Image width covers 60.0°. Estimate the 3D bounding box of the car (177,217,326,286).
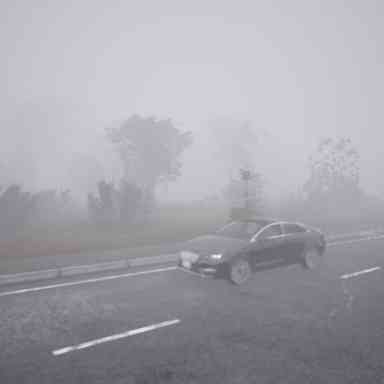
[{"bbox_3d":[1.866,1.522,9.608,4.902,1.511,2.128,0,0,-35],"label":"car"}]
